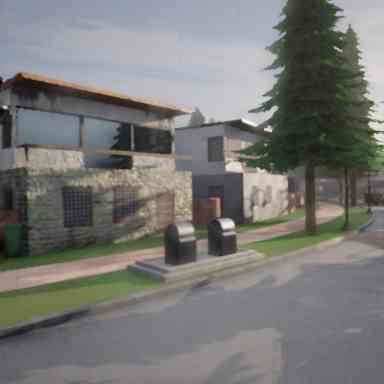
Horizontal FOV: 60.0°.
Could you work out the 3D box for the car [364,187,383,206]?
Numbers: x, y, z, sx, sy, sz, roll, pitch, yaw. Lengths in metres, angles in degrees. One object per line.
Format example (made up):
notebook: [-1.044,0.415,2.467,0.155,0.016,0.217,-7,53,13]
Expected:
car: [20.737,0.441,36.733,2.150,2.045,5.566,-1,0,13]
